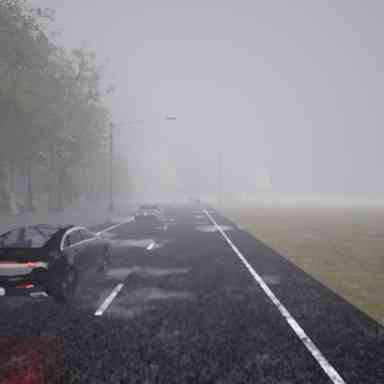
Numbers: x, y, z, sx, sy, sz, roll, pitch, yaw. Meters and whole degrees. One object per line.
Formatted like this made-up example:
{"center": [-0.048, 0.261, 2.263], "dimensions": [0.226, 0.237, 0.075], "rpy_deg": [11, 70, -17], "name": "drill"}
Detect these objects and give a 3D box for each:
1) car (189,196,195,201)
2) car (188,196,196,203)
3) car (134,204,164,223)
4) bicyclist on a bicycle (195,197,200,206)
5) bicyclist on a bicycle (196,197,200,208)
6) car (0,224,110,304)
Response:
{"center": [0.005, 1.786, 93.000], "dimensions": [1.837, 1.490, 4.892], "rpy_deg": [0, 0, 0], "name": "car"}
{"center": [0.005, 1.835, 77.943], "dimensions": [1.882, 1.535, 5.008], "rpy_deg": [0, 0, 0], "name": "car"}
{"center": [-3.401, 1.670, 26.791], "dimensions": [2.033, 1.411, 5.357], "rpy_deg": [0, 0, 0], "name": "car"}
{"center": [0.955, 1.710, 59.906], "dimensions": [0.866, 1.612, 1.509], "rpy_deg": [0, 0, 0], "name": "bicyclist on a bicycle"}
{"center": [0.966, 1.601, 50.332], "dimensions": [0.659, 1.776, 1.843], "rpy_deg": [0, 0, 0], "name": "bicyclist on a bicycle"}
{"center": [-3.400, 1.529, 8.206], "dimensions": [2.128, 1.511, 4.902], "rpy_deg": [0, 0, 0], "name": "car"}
